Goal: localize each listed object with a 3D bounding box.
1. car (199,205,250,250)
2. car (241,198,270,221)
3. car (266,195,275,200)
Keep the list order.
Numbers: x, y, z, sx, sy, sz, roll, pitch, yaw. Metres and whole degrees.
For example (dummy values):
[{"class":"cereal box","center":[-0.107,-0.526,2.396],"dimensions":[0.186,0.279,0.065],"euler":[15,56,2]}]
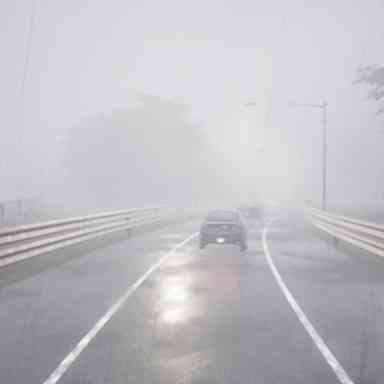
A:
[{"class":"car","center":[1.480,1.512,14.551],"dimensions":[1.837,1.490,4.892],"euler":[0,0,10]},{"class":"car","center":[4.949,1.510,27.425],"dimensions":[1.882,1.535,5.008],"euler":[0,0,19]},{"class":"car","center":[20.832,1.498,88.386],"dimensions":[1.812,1.442,4.674],"euler":[0,0,3]}]
